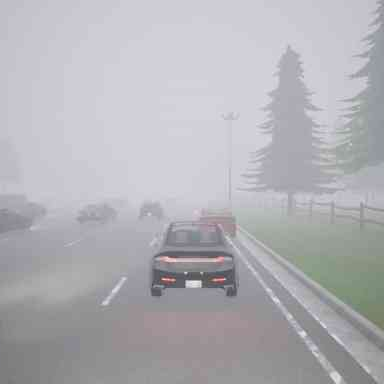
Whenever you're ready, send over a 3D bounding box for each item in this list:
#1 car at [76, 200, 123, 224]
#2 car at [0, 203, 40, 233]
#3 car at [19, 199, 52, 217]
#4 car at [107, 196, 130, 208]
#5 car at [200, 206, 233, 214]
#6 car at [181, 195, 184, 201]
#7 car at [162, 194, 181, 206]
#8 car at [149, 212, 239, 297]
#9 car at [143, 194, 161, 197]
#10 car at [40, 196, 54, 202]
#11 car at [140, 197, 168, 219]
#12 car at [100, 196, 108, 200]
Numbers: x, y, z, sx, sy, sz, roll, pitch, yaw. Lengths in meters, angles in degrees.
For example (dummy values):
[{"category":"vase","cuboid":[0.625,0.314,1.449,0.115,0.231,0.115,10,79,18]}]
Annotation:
[{"category":"car","cuboid":[-6.908,1.547,24.721,2.033,1.411,5.357,0,0,0]},{"category":"car","cuboid":[-10.406,1.547,17.515,2.033,1.411,5.357,0,0,0]},{"category":"car","cuboid":[-13.977,1.564,28.247,1.994,1.385,4.181,0,0,-1]},{"category":"car","cuboid":[-10.415,1.491,48.799,2.128,1.511,4.902,0,0,0]},{"category":"car","cuboid":[1.219,1.478,17.922,1.882,1.535,5.008,0,0,0]},{"category":"car","cuboid":[-3.524,1.477,81.886,1.882,1.535,5.008,0,0,0]},{"category":"car","cuboid":[-3.417,1.492,56.114,2.128,1.511,4.902,0,0,0]},{"category":"car","cuboid":[0.050,1.491,8.580,2.128,1.511,4.902,0,0,0]},{"category":"car","cuboid":[-6.924,1.525,57.843,1.812,1.442,4.674,0,0,0]},{"category":"car","cuboid":[-33.094,1.595,75.803,1.895,1.301,4.718,0,0,-40]},{"category":"car","cuboid":[-3.409,1.505,29.127,1.837,1.490,4.892,0,0,0]},{"category":"car","cuboid":[-13.917,1.477,55.313,1.882,1.535,5.008,0,0,0]}]
